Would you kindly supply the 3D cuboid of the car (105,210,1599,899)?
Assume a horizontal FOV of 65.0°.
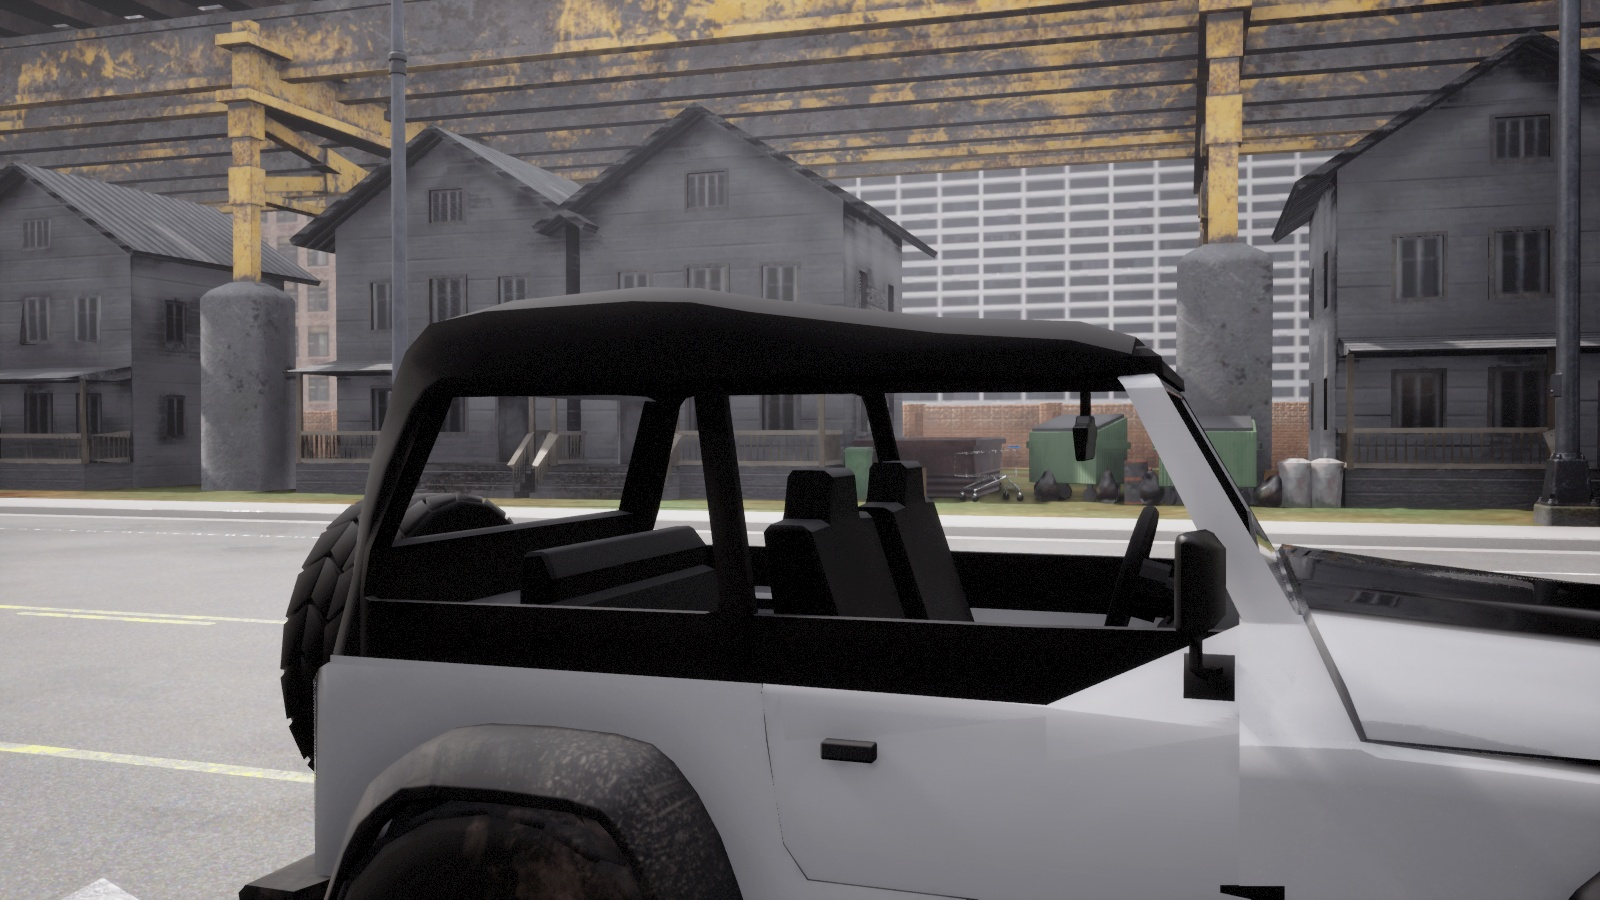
[{"bbox_3d":[0.641,0.577,2.981,3.866,1.878,1.905,1,1,19],"label":"car"}]
